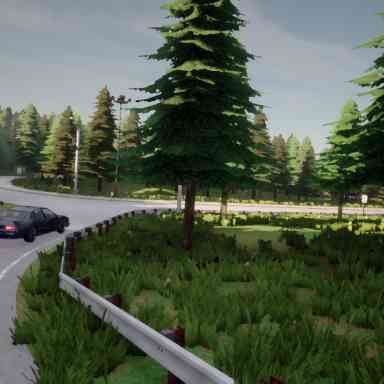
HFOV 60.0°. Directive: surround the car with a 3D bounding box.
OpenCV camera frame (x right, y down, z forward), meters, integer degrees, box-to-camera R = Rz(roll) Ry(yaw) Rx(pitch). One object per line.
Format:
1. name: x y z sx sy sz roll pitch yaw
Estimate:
1. car: -7.602 1.372 15.585 2.033 1.411 5.357 4 1 3
